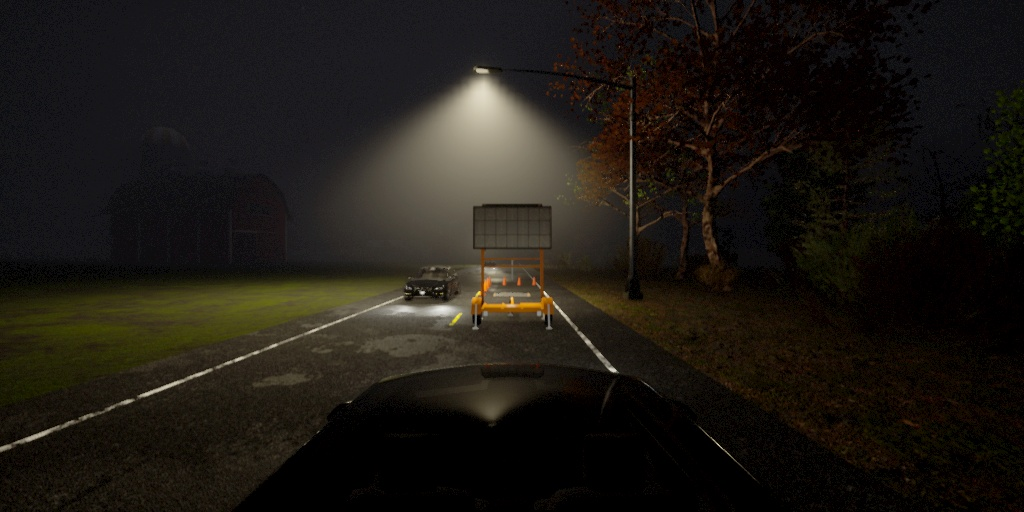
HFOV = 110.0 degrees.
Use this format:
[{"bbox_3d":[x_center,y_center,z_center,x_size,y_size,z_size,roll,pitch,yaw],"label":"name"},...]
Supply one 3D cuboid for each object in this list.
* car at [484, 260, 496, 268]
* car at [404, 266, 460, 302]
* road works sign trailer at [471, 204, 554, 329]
[{"bbox_3d":[-3.608,1.243,58.801,1.895,1.301,4.718,0,0,0],"label":"car"},{"bbox_3d":[-3.605,1.229,16.849,1.837,1.490,4.892,0,0,0],"label":"car"},{"bbox_3d":[0.009,0.199,11.121,2.380,3.560,2.880,0,0,0],"label":"road works sign trailer"}]
